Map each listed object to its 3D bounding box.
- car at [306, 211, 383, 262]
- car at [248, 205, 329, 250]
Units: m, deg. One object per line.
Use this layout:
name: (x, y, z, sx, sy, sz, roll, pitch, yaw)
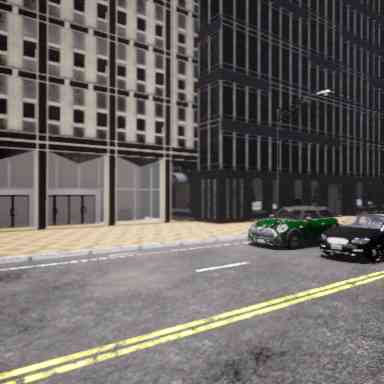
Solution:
car: (6.815, 1.591, 12.540, 4.902, 1.511, 2.128, 1, 0, -35)
car: (4.677, 1.449, 15.006, 4.553, 1.767, 2.097, 1, 0, -35)
